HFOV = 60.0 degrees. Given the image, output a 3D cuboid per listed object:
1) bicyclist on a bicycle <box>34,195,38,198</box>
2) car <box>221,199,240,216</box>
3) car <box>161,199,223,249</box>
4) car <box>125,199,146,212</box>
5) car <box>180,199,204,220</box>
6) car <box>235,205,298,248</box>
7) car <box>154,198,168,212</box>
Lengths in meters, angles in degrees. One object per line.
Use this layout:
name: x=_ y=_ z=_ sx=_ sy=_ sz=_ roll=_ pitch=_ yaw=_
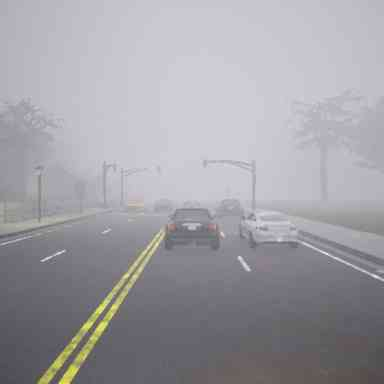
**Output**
bicyclist on a bicycle: x=-24.639 y=1.337 z=52.557 sx=0.582 sy=1.620 sz=1.656 roll=0 pitch=0 yaw=0
car: x=3.250 y=1.365 z=29.620 sx=2.097 sy=1.767 sz=4.553 roll=0 pitch=0 yaw=0
car: x=0.000 y=1.365 z=14.620 sx=2.097 sy=1.767 sz=4.553 roll=0 pitch=0 yaw=0
car: x=-6.500 y=1.511 z=38.650 sx=1.882 sy=1.535 sz=5.008 roll=0 pitch=0 yaw=0
car: x=0.000 y=1.484 z=29.650 sx=1.882 sy=1.535 sz=5.008 roll=0 pitch=0 yaw=0
car: x=3.250 y=1.532 z=14.650 sx=1.812 sy=1.442 sz=4.674 roll=0 pitch=0 yaw=0
car: x=-3.250 y=1.511 z=38.649 sx=1.882 sy=1.535 sz=5.008 roll=0 pitch=0 yaw=0
